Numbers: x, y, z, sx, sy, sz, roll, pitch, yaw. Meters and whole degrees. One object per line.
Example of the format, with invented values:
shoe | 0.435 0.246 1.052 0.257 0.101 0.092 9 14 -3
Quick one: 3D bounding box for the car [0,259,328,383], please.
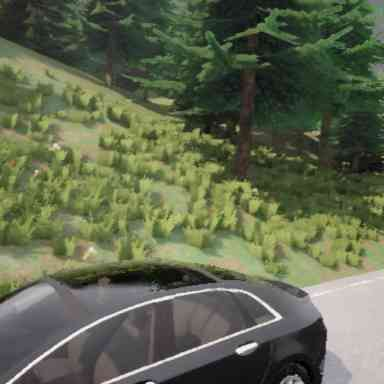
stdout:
car | -0.807 1.469 2.857 4.892 1.490 1.837 1 0 -35
